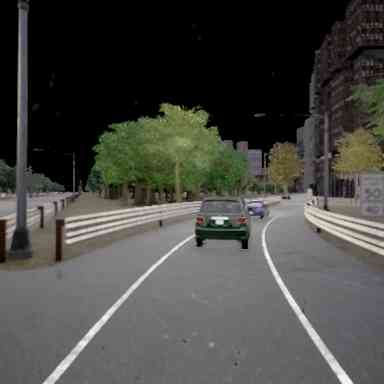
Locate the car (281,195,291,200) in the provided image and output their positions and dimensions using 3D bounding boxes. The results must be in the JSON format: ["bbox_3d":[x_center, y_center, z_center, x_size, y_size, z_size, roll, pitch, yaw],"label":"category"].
[{"bbox_3d":[25.945,1.466,91.955,1.882,1.535,5.008,0,0,6],"label":"car"}]

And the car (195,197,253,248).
[{"bbox_3d":[1.549,1.229,15.149,2.150,2.045,5.566,0,0,11],"label":"car"}]

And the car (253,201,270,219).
[{"bbox_3d":[5.685,1.551,29.539,1.812,1.442,4.674,0,0,21],"label":"car"}]
